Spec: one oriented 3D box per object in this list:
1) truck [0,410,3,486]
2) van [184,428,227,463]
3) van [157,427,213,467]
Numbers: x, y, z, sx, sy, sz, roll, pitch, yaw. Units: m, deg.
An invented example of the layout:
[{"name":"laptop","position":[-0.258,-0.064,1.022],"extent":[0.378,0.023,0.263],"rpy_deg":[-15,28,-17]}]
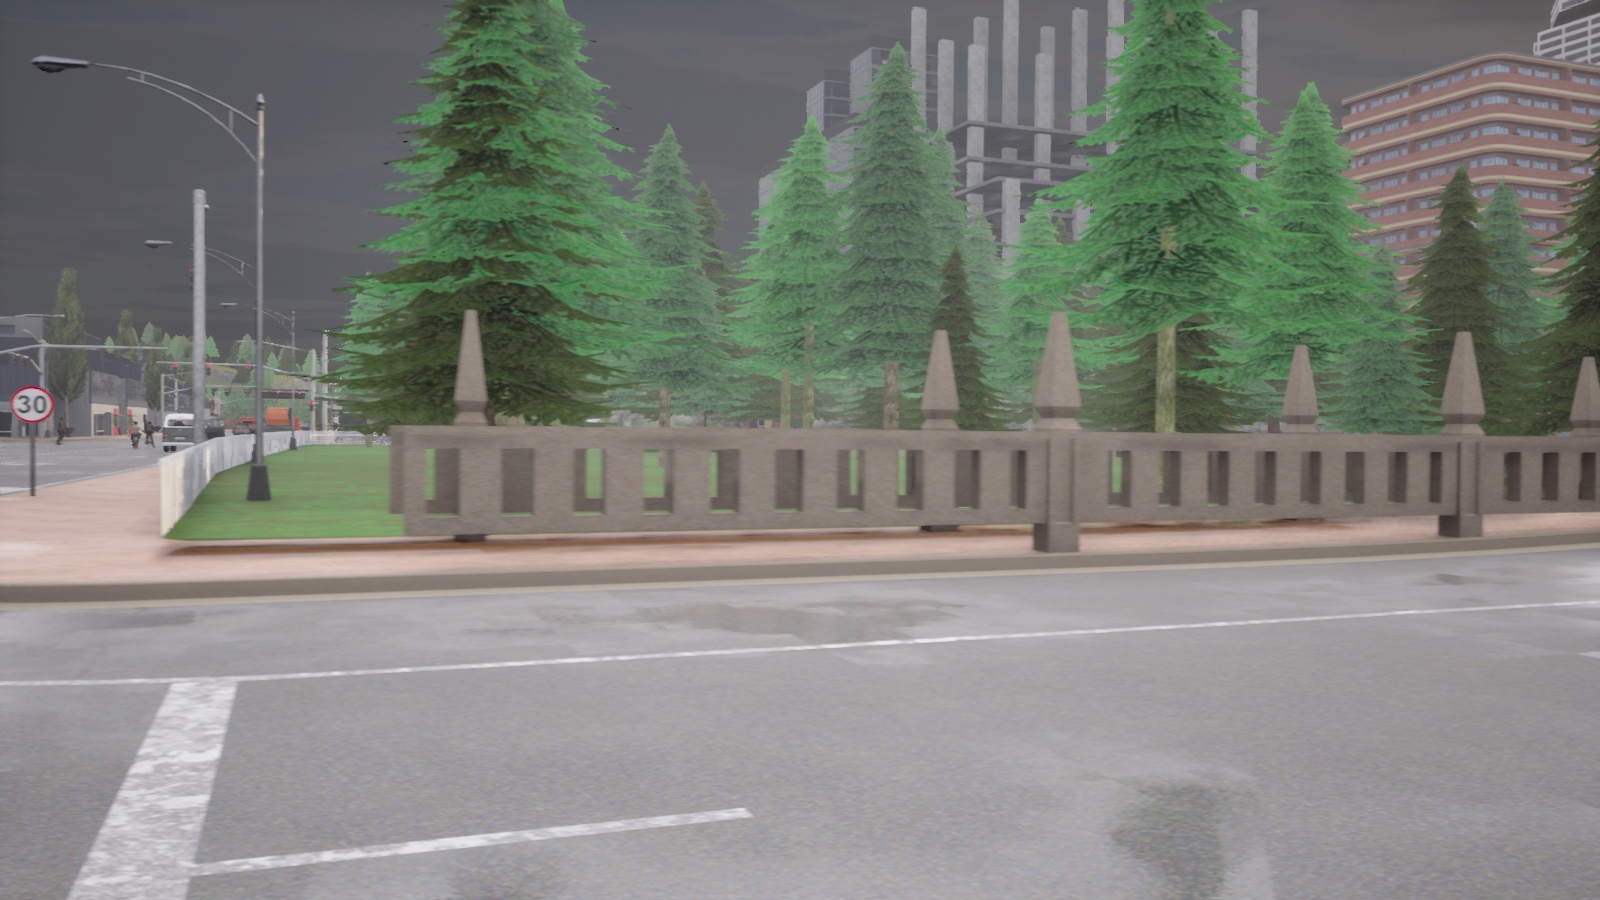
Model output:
[{"name":"truck","position":[-26.571,-0.012,38.333],"extent":[2.627,2.467,5.204],"rpy_deg":[-1,1,-19]},{"name":"van","position":[-35.616,-0.279,75.312],"extent":[1.775,1.987,4.442],"rpy_deg":[-1,1,-19]},{"name":"van","position":[-32.747,-0.204,66.987],"extent":[2.069,2.038,4.480],"rpy_deg":[-1,1,-19]}]
